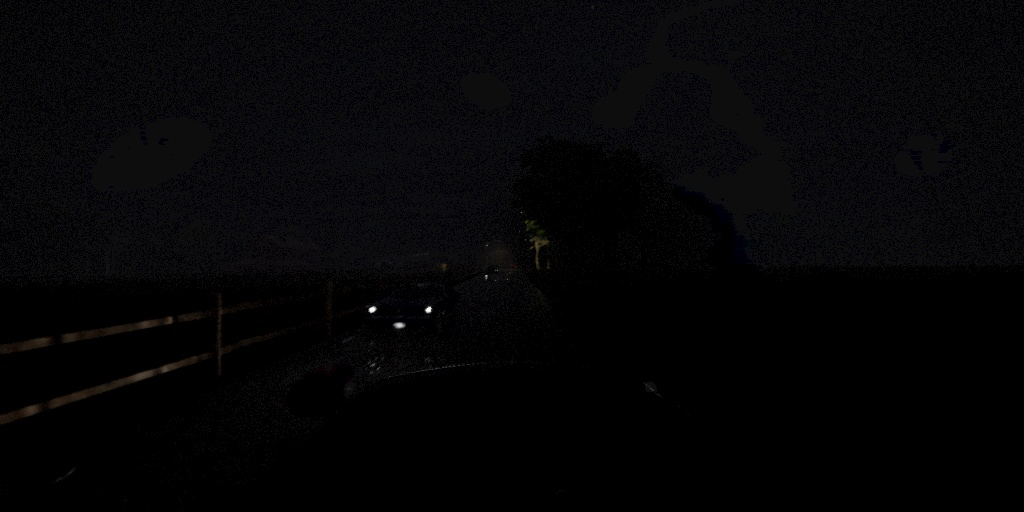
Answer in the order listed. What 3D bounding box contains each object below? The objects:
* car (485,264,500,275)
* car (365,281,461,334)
[{"bbox_3d":[-2.824,1.970,52.091,1.837,1.490,4.892,0,-1,0],"label":"car"},{"bbox_3d":[-2.851,1.482,11.316,1.895,1.301,4.718,0,-1,0],"label":"car"}]
